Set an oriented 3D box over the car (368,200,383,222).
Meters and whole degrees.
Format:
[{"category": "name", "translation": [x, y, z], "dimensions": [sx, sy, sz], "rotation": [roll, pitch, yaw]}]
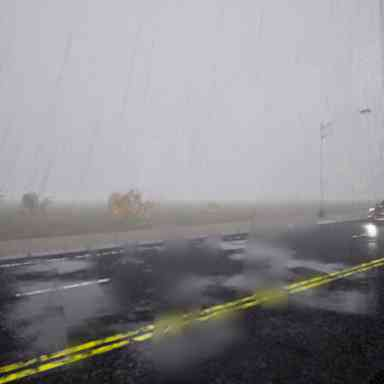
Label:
[{"category": "car", "translation": [14.549, 1.257, 23.918], "dimensions": [4.553, 1.767, 2.097], "rotation": [0, 0, -40]}]
